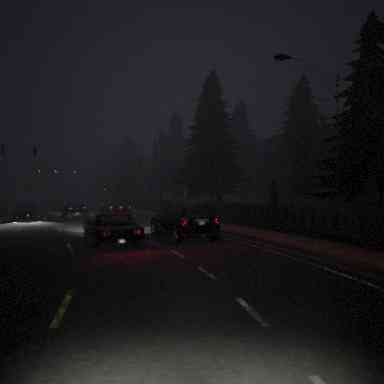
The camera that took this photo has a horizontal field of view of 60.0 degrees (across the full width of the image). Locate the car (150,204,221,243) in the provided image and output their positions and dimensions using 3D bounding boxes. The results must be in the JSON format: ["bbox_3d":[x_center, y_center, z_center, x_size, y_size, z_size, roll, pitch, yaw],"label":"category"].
[{"bbox_3d":[-0.479,1.363,16.321,2.097,1.767,4.553,0,0,-25],"label":"car"}]

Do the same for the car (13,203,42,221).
[{"bbox_3d":[-13.265,1.597,26.947,1.994,1.385,4.181,0,0,-25],"label":"car"}]

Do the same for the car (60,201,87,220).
[{"bbox_3d":[-10.081,1.492,28.401,2.128,1.511,4.902,0,0,-25],"label":"car"}]

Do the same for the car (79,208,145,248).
[{"bbox_3d":[-3.667,1.613,14.875,1.895,1.301,4.718,0,0,-25],"label":"car"}]

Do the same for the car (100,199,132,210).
[{"bbox_3d":[-6.906,1.363,29.874,2.097,1.767,4.553,0,0,-25],"label":"car"}]
